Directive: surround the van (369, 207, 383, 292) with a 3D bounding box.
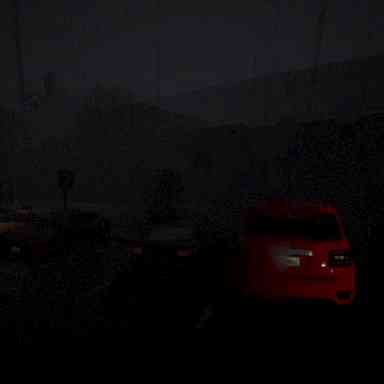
[{"bbox_3d":[4.679,1.262,6.016,1.878,1.987,4.442,1,-1,16],"label":"van"}]

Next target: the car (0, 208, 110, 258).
[{"bbox_3d":[-5.022,1.491,13.032,2.163,1.488,4.792,1,0,16],"label":"car"}]

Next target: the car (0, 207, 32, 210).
[{"bbox_3d":[-7.489,1.438,14.614,1.946,1.575,5.366,1,0,15],"label":"car"}]

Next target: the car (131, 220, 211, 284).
[{"bbox_3d":[-0.159,1.522,9.592,2.002,1.452,4.674,0,-1,15],"label":"car"}]

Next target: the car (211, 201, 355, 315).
[{"bbox_3d":[2.280,1.237,7.893,2.435,2.045,5.566,0,-1,15],"label":"car"}]
